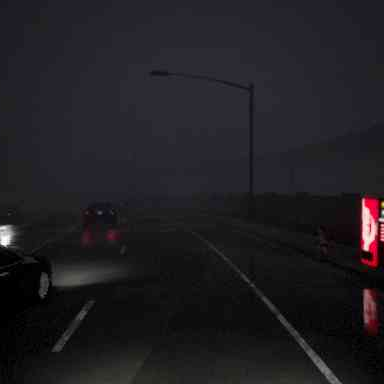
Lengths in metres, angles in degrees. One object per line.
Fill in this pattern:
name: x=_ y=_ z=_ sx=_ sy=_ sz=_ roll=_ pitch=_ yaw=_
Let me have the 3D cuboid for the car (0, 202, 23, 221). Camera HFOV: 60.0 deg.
car: x=-14.504 y=1.640 z=25.853 sx=2.128 sy=1.511 sz=4.902 roll=0 pitch=-1 yaw=-16

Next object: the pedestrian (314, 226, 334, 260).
pedestrian: x=4.016 y=1.532 z=10.182 sx=0.500 sy=1.100 sz=0.500 roll=-1 pitch=1 yaw=-6

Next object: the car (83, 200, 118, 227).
car: x=-6.499 y=1.434 z=23.699 sx=2.097 sy=1.767 sz=4.553 roll=0 pitch=-1 yaw=-13

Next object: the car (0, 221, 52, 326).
car: x=-3.725 y=1.464 z=4.987 sx=1.837 sy=1.490 sz=4.892 roll=0 pitch=0 yaw=-3

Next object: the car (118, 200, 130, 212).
car: x=-9.253 y=1.758 z=42.478 sx=2.128 sy=1.511 sz=4.902 roll=0 pitch=-1 yaw=-24

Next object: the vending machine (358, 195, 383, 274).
vending machine: x=5.437 y=1.140 z=9.318 sx=1.100 sy=2.100 sz=0.880 roll=1 pitch=1 yaw=-5

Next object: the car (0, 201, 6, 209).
car: x=-33.944 y=2.211 z=57.112 sx=4.674 sy=1.442 sz=1.812 roll=-1 pitch=-1 yaw=39
